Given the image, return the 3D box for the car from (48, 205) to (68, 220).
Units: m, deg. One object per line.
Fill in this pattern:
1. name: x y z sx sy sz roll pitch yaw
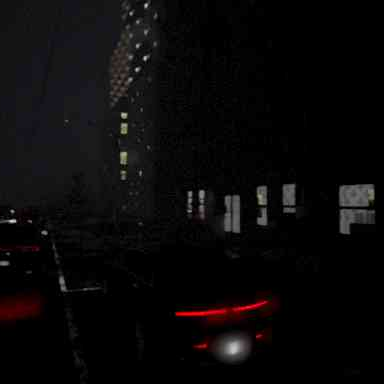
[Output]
1. car: -15.391 2.538 38.583 1.947 1.339 4.313 2 -2 -24

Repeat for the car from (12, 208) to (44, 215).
1. car: -12.742 2.204 26.285 1.994 1.385 4.181 1 -2 -24

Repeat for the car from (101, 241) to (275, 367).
1. car: -0.476 1.697 6.267 1.837 1.490 4.892 1 -2 -24

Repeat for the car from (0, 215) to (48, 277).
1. car: -5.837 1.742 10.814 1.882 1.535 5.008 1 -2 -24

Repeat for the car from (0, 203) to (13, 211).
1. car: -36.960 2.959 66.370 1.967 1.590 4.097 2 -2 -24

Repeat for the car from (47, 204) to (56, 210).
1. car: -31.690 3.366 75.117 1.752 1.417 4.829 2 -2 -24

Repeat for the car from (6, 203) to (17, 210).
1. car: -41.600 3.329 76.762 1.947 1.339 4.313 2 -2 -24

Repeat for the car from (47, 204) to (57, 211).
1. car: -29.303 3.296 69.763 1.802 1.307 4.206 2 -2 -24

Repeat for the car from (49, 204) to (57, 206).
1. car: -24.663 2.909 59.374 1.967 1.590 4.097 2 -2 -24

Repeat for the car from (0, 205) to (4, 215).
1. car: -30.006 2.731 50.776 1.802 1.307 4.206 2 -2 -24

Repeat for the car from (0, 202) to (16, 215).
1. car: -21.946 2.262 39.275 2.097 1.767 4.553 1 -2 -24

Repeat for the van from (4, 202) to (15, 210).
1. van: -39.277 2.982 71.572 1.690 1.788 3.998 2 -2 -24

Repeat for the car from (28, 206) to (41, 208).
1. car: -19.761 2.489 41.773 1.882 1.535 5.008 1 -2 -24
